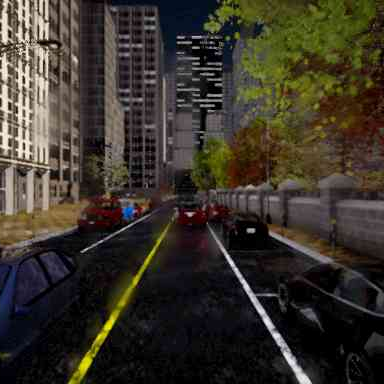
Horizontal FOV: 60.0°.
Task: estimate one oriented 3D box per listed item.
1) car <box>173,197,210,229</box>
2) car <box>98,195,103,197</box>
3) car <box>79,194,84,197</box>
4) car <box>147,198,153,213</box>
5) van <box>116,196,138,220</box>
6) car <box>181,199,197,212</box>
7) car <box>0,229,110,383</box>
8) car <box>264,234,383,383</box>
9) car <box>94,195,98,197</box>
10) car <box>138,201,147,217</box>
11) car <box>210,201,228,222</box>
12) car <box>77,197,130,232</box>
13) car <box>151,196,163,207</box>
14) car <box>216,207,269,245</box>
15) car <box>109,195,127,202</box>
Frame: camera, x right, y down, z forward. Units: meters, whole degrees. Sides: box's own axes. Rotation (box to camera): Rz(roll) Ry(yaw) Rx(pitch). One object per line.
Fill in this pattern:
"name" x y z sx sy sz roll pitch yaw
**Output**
"car" -0.141 1.446 22.487 2.097 1.767 4.553 0 0 -1
"car" -18.587 1.742 75.738 4.206 1.307 1.802 1 -1 1
"car" -29.582 1.408 83.723 5.009 1.841 2.192 1 -1 1
"car" -5.864 1.697 37.739 1.752 1.417 4.829 0 0 -1
"van" -5.744 1.471 26.829 1.690 1.788 3.998 0 0 -1
"car" -0.354 1.673 41.507 1.837 1.490 4.892 0 -1 -1
"car" -2.889 1.577 4.794 2.033 1.411 5.357 0 0 -1
"car" 2.528 1.579 4.628 1.947 1.339 4.313 0 0 -1
"car" -24.056 1.582 83.670 4.097 1.590 1.967 1 -1 1
"car" -5.805 1.733 32.368 1.802 1.307 4.206 0 0 -1
"car" 2.282 1.687 26.825 1.802 1.307 4.206 0 0 -1
"car" -5.683 1.422 21.288 2.192 1.841 5.009 0 0 -1
"car" -5.906 1.552 54.532 2.192 1.841 5.009 0 0 -1
"car" 2.405 1.626 15.727 1.947 1.339 4.313 0 0 -1
"car" -18.529 1.631 83.620 4.097 1.590 1.967 1 -1 1
